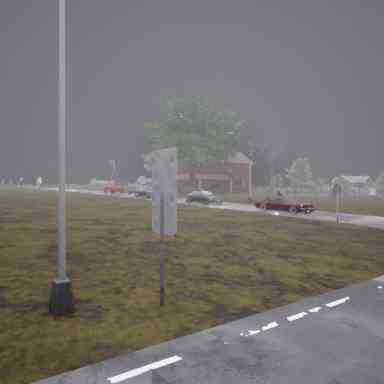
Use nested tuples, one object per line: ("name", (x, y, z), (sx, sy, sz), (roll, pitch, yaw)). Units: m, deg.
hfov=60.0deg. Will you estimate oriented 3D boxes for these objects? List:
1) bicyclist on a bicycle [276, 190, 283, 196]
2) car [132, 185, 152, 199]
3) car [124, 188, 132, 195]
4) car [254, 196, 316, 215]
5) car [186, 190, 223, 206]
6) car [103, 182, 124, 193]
("bicyclist on a bicycle", (8.843, 0.664, 33.741), (1.656, 1.620, 0.582), (0, 2, -36))
("car", (-5.553, -0.046, 43.535), (2.097, 1.767, 4.553), (0, 2, -36))
("car", (-8.466, -0.188, 52.541), (1.812, 1.442, 4.674), (0, 2, -35))
("car", (7.152, 0.998, 25.837), (1.895, 1.301, 4.718), (0, 2, -36))
("car", (1.173, 0.543, 34.159), (1.812, 1.442, 4.674), (0, 2, -36))
("car", (-14.168, -0.819, 60.379), (2.150, 2.045, 5.566), (0, 2, -36))
